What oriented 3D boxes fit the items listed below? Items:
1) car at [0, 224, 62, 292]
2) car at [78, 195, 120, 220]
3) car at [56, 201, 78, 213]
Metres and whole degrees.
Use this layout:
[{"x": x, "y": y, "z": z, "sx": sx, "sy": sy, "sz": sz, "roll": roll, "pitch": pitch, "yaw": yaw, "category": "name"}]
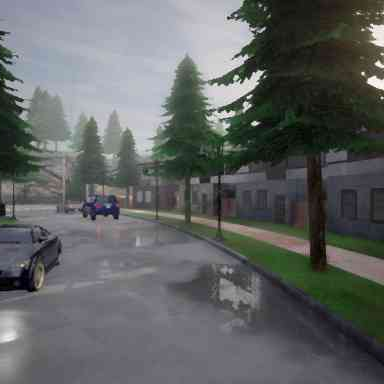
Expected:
[{"x": -4.706, "y": 1.566, "z": 8.647, "sx": 1.994, "sy": 1.385, "sz": 4.181, "roll": 0, "pitch": 0, "yaw": -11, "category": "car"}, {"x": -7.773, "y": 1.228, "z": 28.127, "sx": 2.150, "sy": 2.045, "sz": 5.566, "roll": 0, "pitch": 0, "yaw": -29, "category": "car"}, {"x": -13.637, "y": 1.609, "z": 37.128, "sx": 1.895, "sy": 1.301, "sz": 4.718, "roll": 0, "pitch": 0, "yaw": -38, "category": "car"}]
